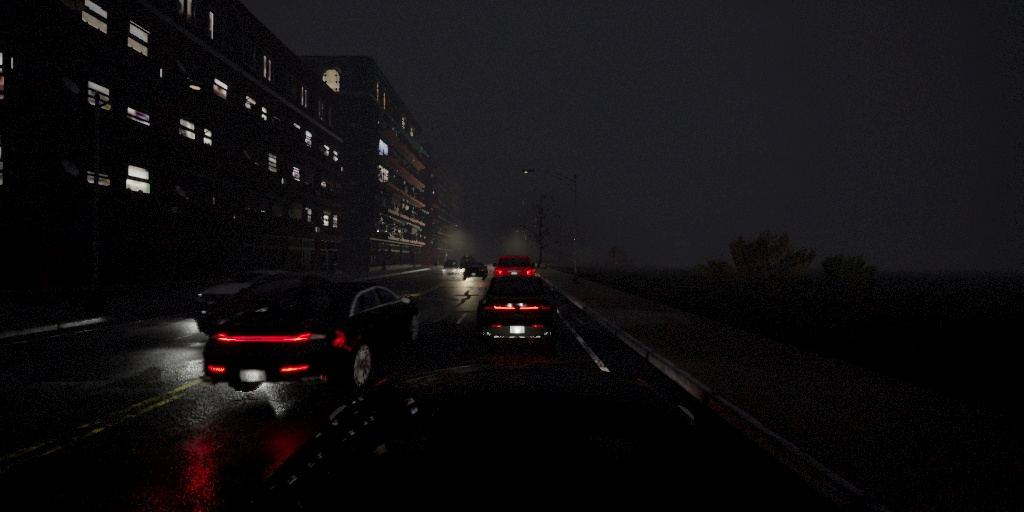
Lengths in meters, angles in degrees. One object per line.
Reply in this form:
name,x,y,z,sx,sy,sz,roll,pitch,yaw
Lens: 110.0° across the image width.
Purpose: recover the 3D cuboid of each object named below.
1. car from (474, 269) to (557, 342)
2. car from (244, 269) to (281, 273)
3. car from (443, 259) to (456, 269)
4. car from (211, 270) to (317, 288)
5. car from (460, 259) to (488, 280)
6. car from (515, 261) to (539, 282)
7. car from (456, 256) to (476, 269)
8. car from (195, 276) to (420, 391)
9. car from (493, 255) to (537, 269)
car,0.109,1.256,9.748,1.837,1.490,4.892,0,0,0
car,-9.839,1.277,14.148,1.812,1.442,4.674,0,0,0
car,-9.787,1.256,57.493,1.837,1.490,4.892,0,0,0
car,-6.590,1.277,10.520,1.812,1.442,4.674,0,0,0
car,-3.134,1.279,31.332,1.812,1.442,4.674,0,0,-1
car,1.164,1.209,30.503,1.801,1.575,5.366,0,0,0
car,-6.550,0.973,54.021,2.150,2.045,5.566,0,0,0
car,-3.145,1.241,6.779,2.128,1.511,4.902,0,0,0
car,0.116,0.974,20.095,2.150,2.045,5.566,0,0,0
